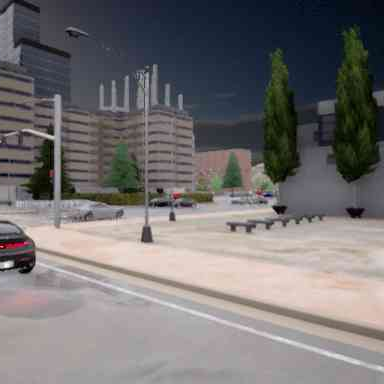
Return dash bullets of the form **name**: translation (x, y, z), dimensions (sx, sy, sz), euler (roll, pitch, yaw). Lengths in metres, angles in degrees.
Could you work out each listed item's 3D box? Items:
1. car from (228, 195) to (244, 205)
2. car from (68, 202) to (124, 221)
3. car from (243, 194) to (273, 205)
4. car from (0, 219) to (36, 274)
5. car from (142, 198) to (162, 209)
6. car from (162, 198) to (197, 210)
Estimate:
- **car**: translation (9.321, 1.720, 62.356), dimensions (1.895, 1.301, 4.718), euler (0, 0, 42)
- **car**: translation (-7.773, 1.557, 27.263), dimensions (1.812, 1.442, 4.674), euler (0, 0, 42)
- **car**: translation (11.962, 1.623, 60.058), dimensions (2.128, 1.511, 4.902), euler (0, 0, 42)
- **car**: translation (-6.216, 1.508, 9.527), dimensions (4.892, 1.490, 1.837), euler (-1, -1, 41)
- **car**: translation (-4.794, 1.546, 46.589), dimensions (1.882, 1.535, 5.008), euler (0, 0, 42)
- **car**: translation (-1.364, 1.576, 45.180), dimensions (1.837, 1.490, 4.892), euler (0, 0, 42)
